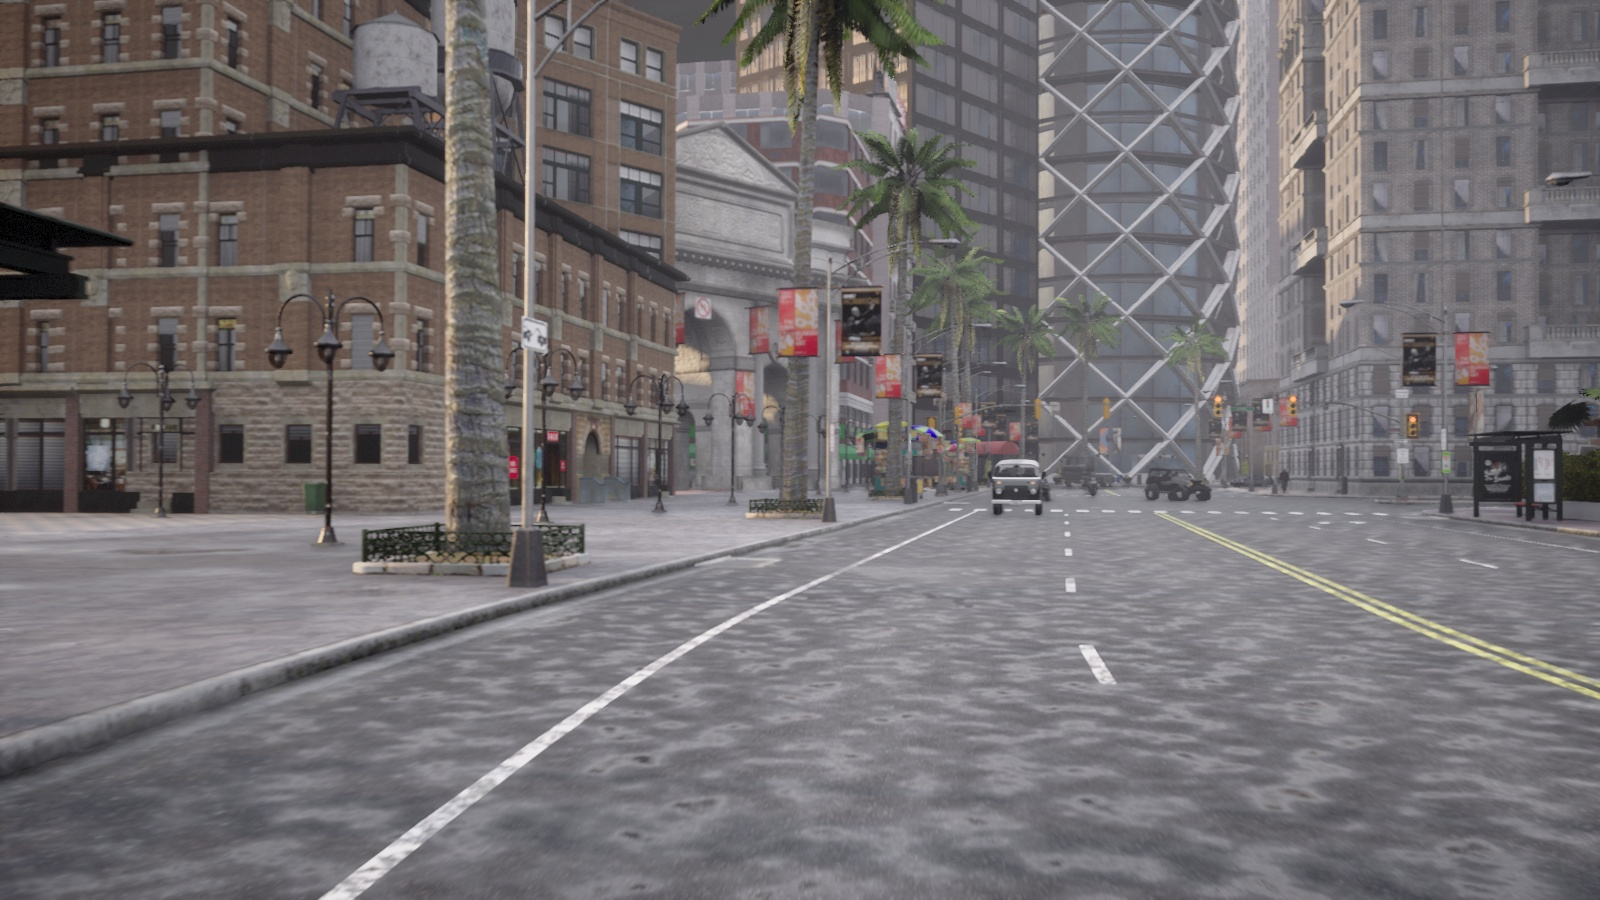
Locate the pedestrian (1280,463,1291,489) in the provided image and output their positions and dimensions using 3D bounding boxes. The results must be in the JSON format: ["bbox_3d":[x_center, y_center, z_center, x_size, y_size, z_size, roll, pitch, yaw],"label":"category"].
[{"bbox_3d":[34.645,1.852,89.615,0.634,1.844,0.899,0,-1,17],"label":"pedestrian"}]

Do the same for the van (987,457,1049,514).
[{"bbox_3d":[8.137,1.290,46.575,2.069,2.038,4.480,0,-1,12],"label":"van"}]

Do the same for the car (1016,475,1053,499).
[{"bbox_3d":[13.029,2.038,69.723,1.895,1.301,4.718,0,-1,12],"label":"car"}]

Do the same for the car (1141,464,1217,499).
[{"bbox_3d":[20.977,1.704,69.612,1.905,1.878,3.866,0,-1,-26],"label":"car"}]
